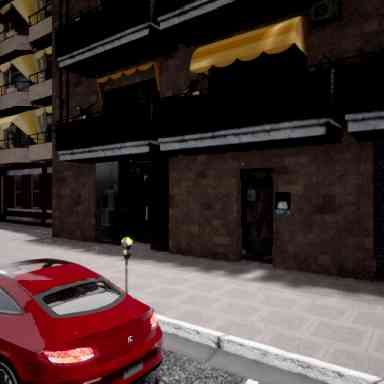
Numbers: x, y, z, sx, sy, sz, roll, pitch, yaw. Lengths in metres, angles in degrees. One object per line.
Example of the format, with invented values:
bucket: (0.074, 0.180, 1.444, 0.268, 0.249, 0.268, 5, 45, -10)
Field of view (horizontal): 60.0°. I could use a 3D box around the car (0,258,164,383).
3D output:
car: (-2.267, 1.583, 4.491, 4.206, 1.307, 1.802, 0, 0, 35)
